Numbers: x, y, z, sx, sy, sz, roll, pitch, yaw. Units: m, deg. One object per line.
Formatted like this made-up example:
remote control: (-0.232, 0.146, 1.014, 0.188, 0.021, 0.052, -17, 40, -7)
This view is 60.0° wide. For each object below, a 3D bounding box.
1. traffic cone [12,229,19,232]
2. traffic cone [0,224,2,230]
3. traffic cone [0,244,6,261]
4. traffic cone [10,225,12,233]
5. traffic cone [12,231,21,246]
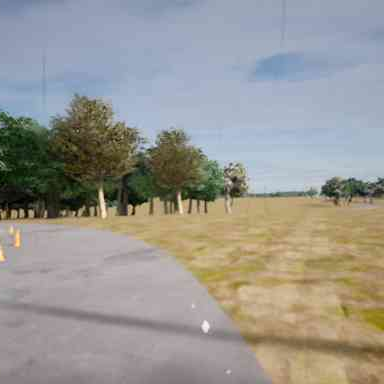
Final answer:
traffic cone: (-10.984, 2.609, 21.011, 0.340, 0.580, 0.340, 1, -3, -30)
traffic cone: (-16.521, 2.969, 28.623, 0.340, 0.580, 0.340, 1, -3, -42)
traffic cone: (-7.144, 2.255, 12.411, 0.340, 0.580, 0.340, 0, -2, -18)
traffic cone: (-13.553, 2.791, 24.961, 0.340, 0.580, 0.340, 1, -3, -36)
traffic cone: (-8.840, 2.423, 16.812, 0.340, 0.580, 0.340, 0, -2, -24)
